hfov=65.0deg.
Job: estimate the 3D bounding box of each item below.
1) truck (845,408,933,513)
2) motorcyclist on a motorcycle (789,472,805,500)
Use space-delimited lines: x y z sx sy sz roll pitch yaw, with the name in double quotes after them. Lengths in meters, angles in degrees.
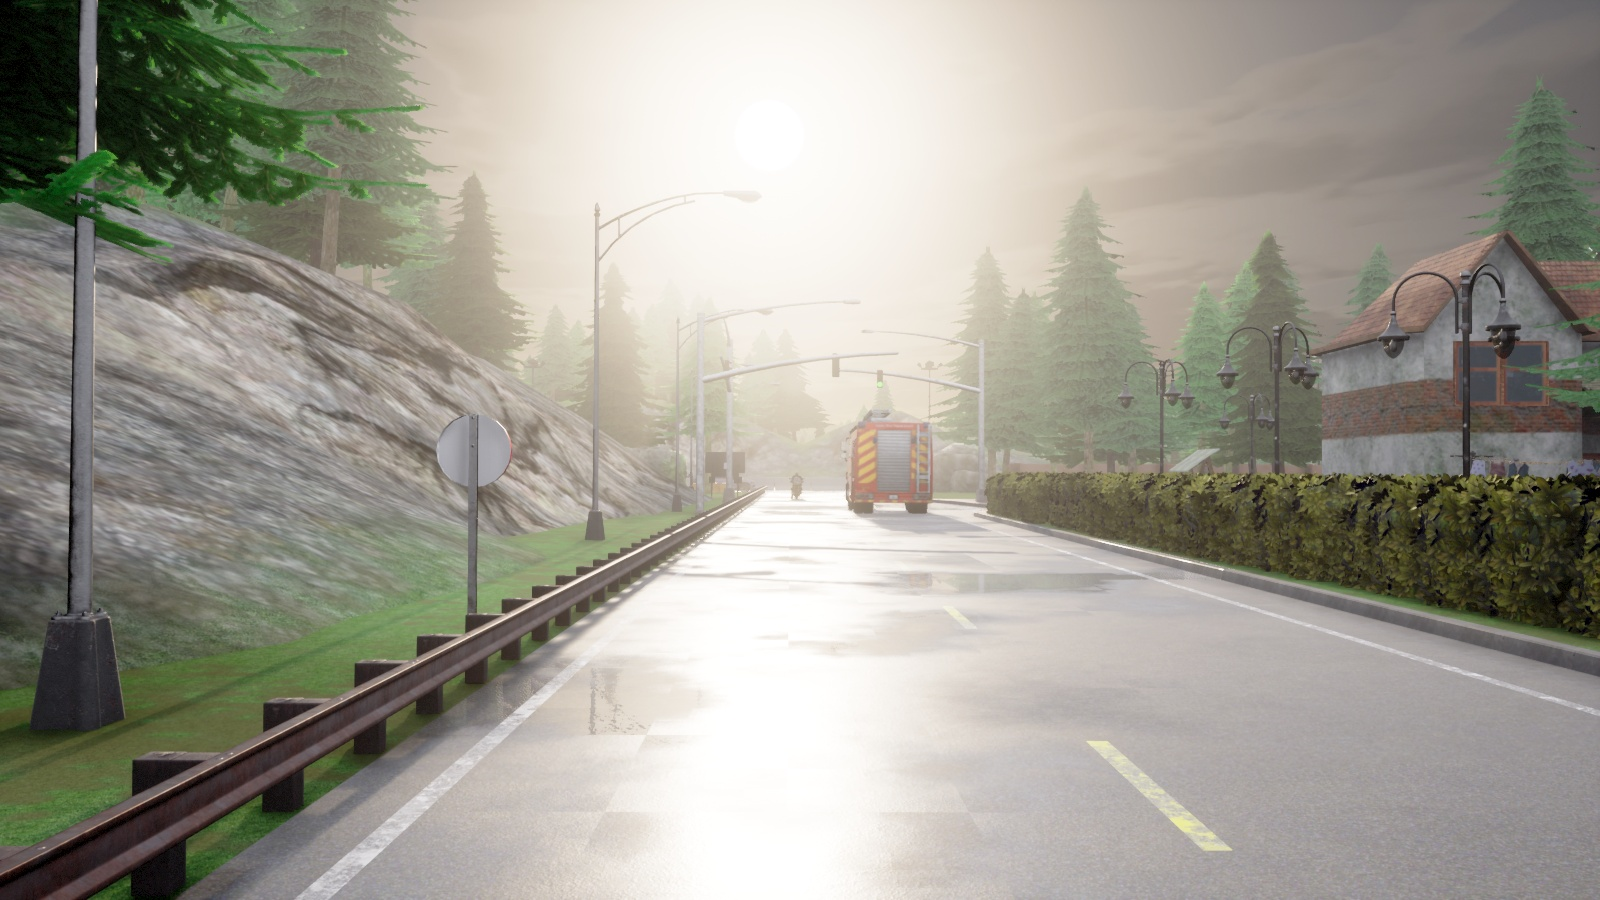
3.380 0.501 49.913 2.891 3.827 8.468 0 -2 0 "truck"
-0.166 2.027 70.237 0.866 1.530 2.191 0 -1 0 "motorcyclist on a motorcycle"
